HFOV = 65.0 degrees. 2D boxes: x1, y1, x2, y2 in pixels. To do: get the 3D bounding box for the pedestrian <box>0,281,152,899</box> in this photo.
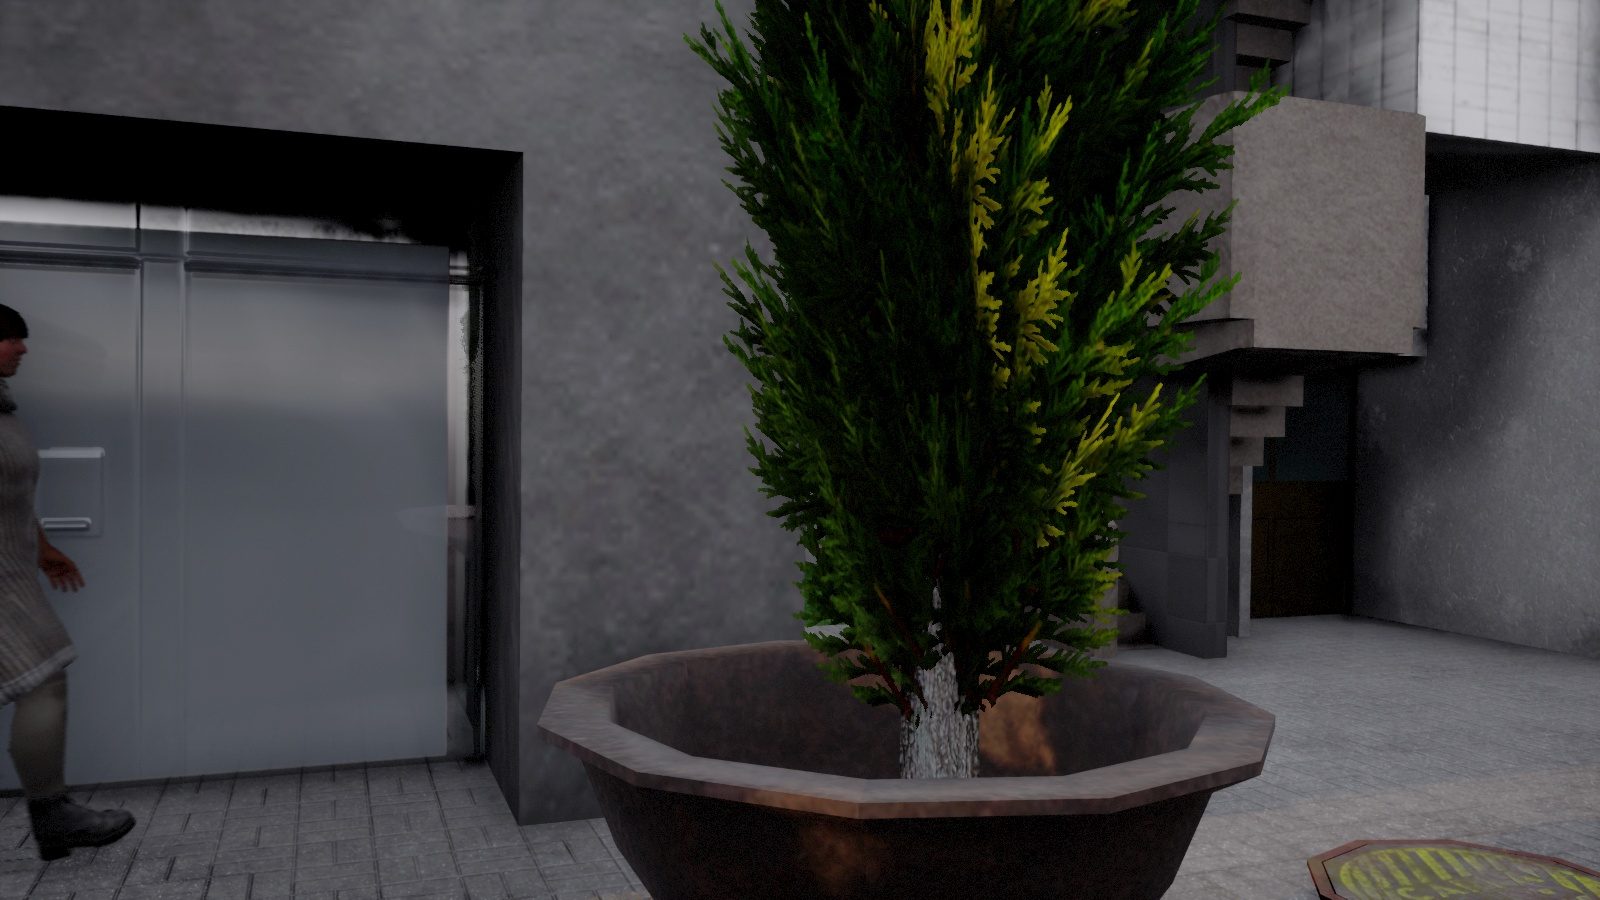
[{"bbox_3d":[-2.631,0.471,4.018,0.873,1.952,0.659,-1,1,-19],"label":"pedestrian"}]
